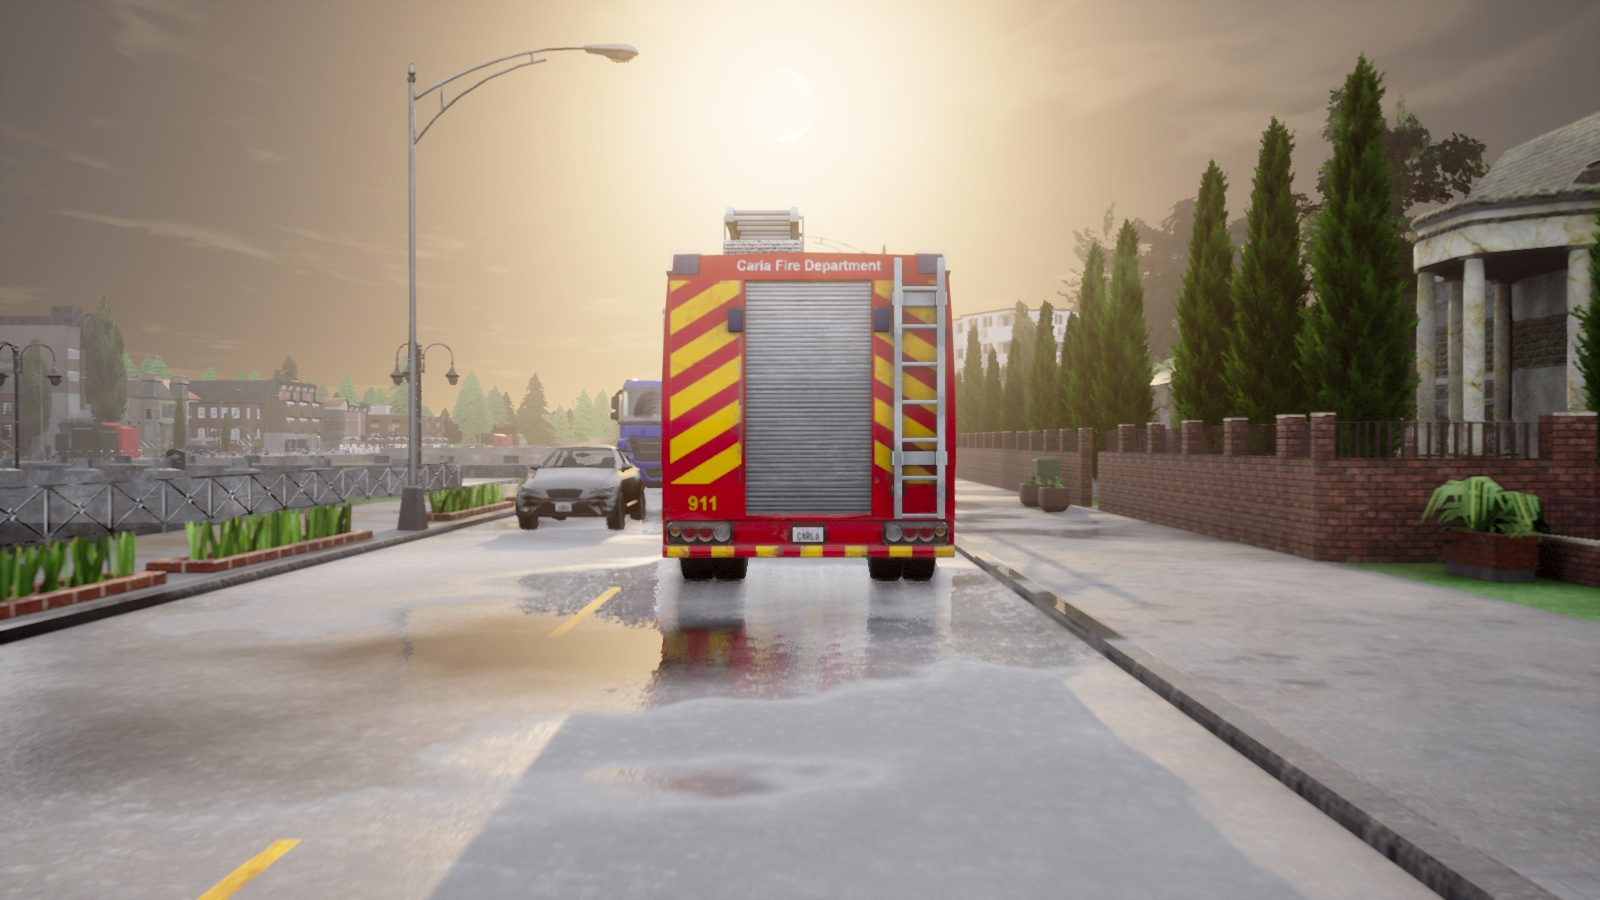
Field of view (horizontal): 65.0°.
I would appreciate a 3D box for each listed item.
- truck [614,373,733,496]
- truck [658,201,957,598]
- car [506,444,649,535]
[{"bbox_3d":[-3.803,-0.461,39.572,2.891,3.462,7.936,0,0,0],"label":"truck"},{"bbox_3d":[0.092,-0.510,16.369,2.891,3.827,8.468,0,0,0],"label":"truck"},{"bbox_3d":[-3.881,0.630,22.568,1.816,1.474,4.193,0,0,0],"label":"car"}]
